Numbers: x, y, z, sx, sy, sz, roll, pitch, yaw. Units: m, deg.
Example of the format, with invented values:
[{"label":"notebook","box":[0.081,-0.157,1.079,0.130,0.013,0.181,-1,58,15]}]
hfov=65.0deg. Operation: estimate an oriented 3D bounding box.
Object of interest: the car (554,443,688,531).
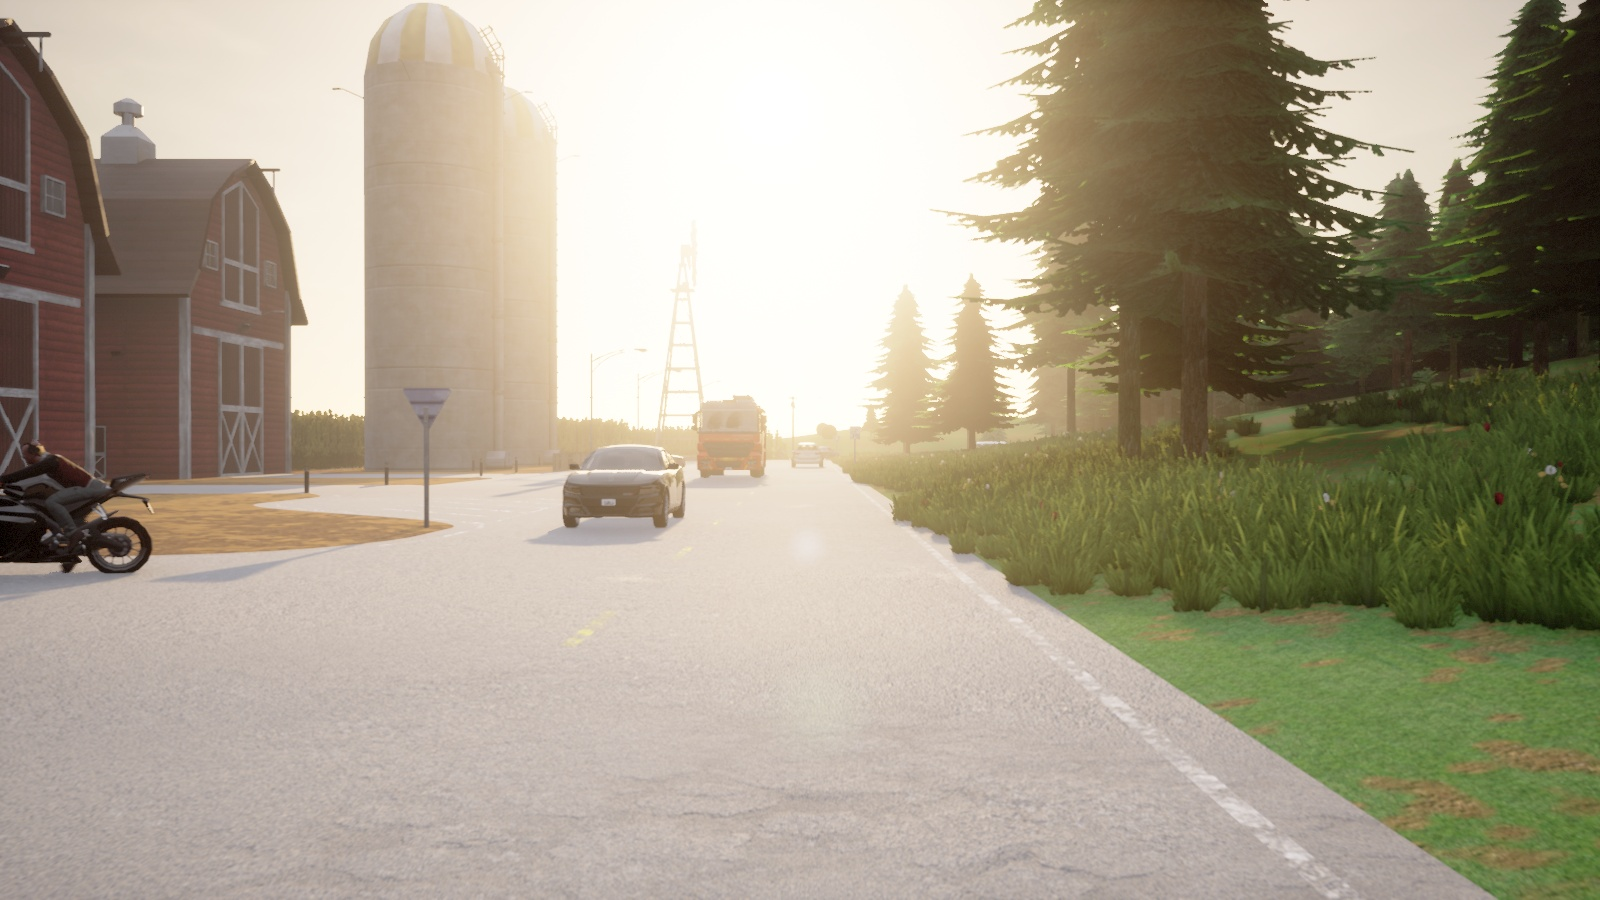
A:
[{"label":"car","box":[-3.345,0.630,24.445,1.882,1.535,5.008,0,0,0]}]

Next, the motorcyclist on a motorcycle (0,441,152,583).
[{"label":"motorcyclist on a motorcycle","box":[-8.487,0.669,14.002,2.191,1.530,0.866,1,0,-26]}]

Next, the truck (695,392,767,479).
[{"label":"truck","box":[-3.144,-0.643,59.445,2.891,3.827,8.468,0,0,0]}]

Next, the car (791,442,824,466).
[{"label":"car","box":[0.516,0.264,87.401,2.242,1.667,4.611,0,0,0]}]
